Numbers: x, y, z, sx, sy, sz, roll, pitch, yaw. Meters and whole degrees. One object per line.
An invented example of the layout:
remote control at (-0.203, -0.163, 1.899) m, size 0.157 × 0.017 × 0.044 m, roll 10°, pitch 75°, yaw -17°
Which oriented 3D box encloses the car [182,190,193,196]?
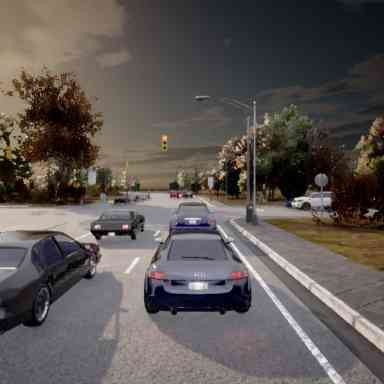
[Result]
car at (-0.890, 0.835, 83.760) m, size 1.882 × 1.535 × 5.008 m, roll 0°, pitch 1°, yaw -4°

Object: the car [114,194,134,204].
car at (-10.846, 1.276, 52.049) m, size 1.895 × 1.301 × 4.718 m, roll 0°, pitch 0°, yaw 0°

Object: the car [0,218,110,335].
car at (-3.424, 1.529, 6.923) m, size 2.033 × 1.411 × 5.357 m, roll 0°, pitch 0°, yaw -1°

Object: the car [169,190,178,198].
car at (-5.180, 0.447, 93.587) m, size 2.150 × 2.045 × 5.566 m, roll 0°, pitch 1°, yaw -7°

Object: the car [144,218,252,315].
car at (0.073, 1.542, 7.615) m, size 1.994 × 1.385 × 4.181 m, roll 0°, pitch 0°, yaw -1°

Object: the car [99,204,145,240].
car at (-3.495, 1.520, 16.567) m, size 1.895 × 1.301 × 4.718 m, roll 0°, pitch 0°, yaw -1°

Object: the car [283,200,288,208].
car at (13.748, 1.230, 40.820) m, size 5.008 × 1.535 × 1.882 m, roll 0°, pitch 0°, yaw -4°

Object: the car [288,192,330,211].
car at (14.118, 0.998, 37.338) m, size 5.566 × 2.045 × 2.150 m, roll 0°, pitch 0°, yaw -4°

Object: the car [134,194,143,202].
car at (-10.867, 1.097, 61.151) m, size 2.128 × 1.511 × 4.902 m, roll 0°, pitch 0°, yaw 0°

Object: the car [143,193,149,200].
car at (-10.920, 1.105, 71.107) m, size 1.895 × 1.301 × 4.718 m, roll 0°, pitch 1°, yaw -1°

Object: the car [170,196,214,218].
car at (0.027, 1.273, 16.249) m, size 2.097 × 1.767 × 4.553 m, roll 0°, pitch 0°, yaw 0°

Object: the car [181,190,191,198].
car at (-1.669, 0.447, 93.718) m, size 2.150 × 2.045 × 5.566 m, roll 0°, pitch 1°, yaw -7°

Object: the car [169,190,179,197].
car at (-4.337, 0.594, 82.846) m, size 2.150 × 2.045 × 5.566 m, roll 0°, pitch 1°, yaw -3°
